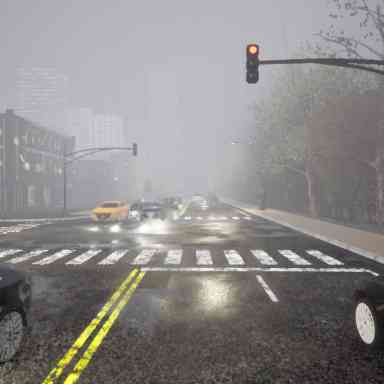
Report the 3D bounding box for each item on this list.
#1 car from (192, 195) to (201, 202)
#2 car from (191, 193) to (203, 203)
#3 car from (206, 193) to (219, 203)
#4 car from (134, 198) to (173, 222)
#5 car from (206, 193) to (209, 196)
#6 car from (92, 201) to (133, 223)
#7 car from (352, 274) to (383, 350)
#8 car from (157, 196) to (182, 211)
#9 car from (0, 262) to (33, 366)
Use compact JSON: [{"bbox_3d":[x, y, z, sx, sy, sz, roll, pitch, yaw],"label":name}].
[{"bbox_3d":[1.137,1.509,76.734,2.033,1.411,5.357,0,0,1],"label":"car"},{"bbox_3d":[1.083,1.197,66.110,2.150,2.045,5.566,0,0,1],"label":"car"},{"bbox_3d":[4.332,1.480,66.146,1.837,1.490,4.892,0,0,1],"label":"car"},{"bbox_3d":[-2.956,1.485,26.581,2.128,1.511,4.902,0,0,1],"label":"car"},{"bbox_3d":[4.387,1.195,76.609,2.150,2.045,5.566,0,0,1],"label":"car"},{"bbox_3d":[-6.219,1.471,25.888,1.882,1.535,5.008,0,0,1],"label":"car"},{"bbox_3d":[3.394,1.477,3.191,1.882,1.535,5.008,0,0,1],"label":"car"},{"bbox_3d":[-2.735,1.339,41.332,2.097,1.767,4.553,0,0,1],"label":"car"},{"bbox_3d":[-3.307,1.492,2.984,2.128,1.511,4.902,0,0,1],"label":"car"}]
